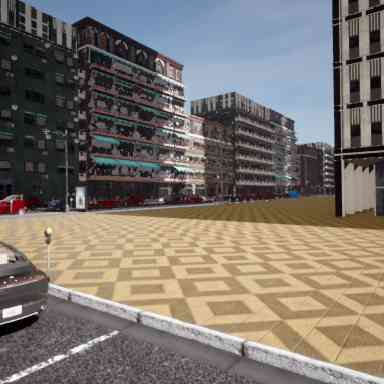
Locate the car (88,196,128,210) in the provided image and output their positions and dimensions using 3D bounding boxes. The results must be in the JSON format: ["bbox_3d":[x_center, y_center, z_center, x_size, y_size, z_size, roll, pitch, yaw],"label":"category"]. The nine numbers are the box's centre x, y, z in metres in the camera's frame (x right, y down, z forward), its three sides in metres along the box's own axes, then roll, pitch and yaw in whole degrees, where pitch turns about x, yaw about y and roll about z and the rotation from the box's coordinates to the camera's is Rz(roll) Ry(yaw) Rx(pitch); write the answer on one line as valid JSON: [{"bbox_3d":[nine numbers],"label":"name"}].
[{"bbox_3d":[-9.623,1.186,36.962,1.967,1.590,4.097,-1,0,36],"label":"car"}]

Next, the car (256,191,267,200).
[{"bbox_3d":[13.177,1.046,68.224,1.802,1.307,4.206,-1,0,36],"label":"car"}]

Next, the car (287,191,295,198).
[{"bbox_3d":[22.948,0.932,81.623,1.802,1.307,4.206,-1,0,36],"label":"car"}]

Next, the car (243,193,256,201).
[{"bbox_3d":[9.920,1.048,63.759,1.887,1.381,4.507,-1,0,36],"label":"car"}]

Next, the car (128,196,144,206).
[{"bbox_3d":[-8.910,1.288,47.751,1.812,1.442,4.674,-1,0,36],"label":"car"}]

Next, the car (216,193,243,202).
[{"bbox_3d":[6.663,1.093,59.293,2.008,1.369,4.403,-1,0,36],"label":"car"}]

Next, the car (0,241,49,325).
[{"bbox_3d":[-4.447,1.553,6.247,4.403,1.369,2.008,0,-1,36],"label":"car"}]

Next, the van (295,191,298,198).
[{"bbox_3d":[26.202,0.654,86.089,1.690,1.788,3.998,-1,0,36],"label":"van"}]

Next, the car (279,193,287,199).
[{"bbox_3d":[19.690,0.938,77.156,2.008,1.369,4.403,-1,0,36],"label":"car"}]

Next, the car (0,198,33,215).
[{"bbox_3d":[-16.135,1.413,28.030,1.802,1.307,4.206,-1,0,36],"label":"car"}]

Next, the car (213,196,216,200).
[{"bbox_3d":[6.406,1.028,73.163,1.967,1.590,4.097,-1,0,36],"label":"car"}]

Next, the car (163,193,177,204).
[{"bbox_3d":[-2.889,1.039,55.948,2.097,1.767,4.553,-1,0,36],"label":"car"}]

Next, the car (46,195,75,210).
[{"bbox_3d":[-14.768,1.189,39.746,2.097,1.767,4.553,-1,0,36],"label":"car"}]

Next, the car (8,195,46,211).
[{"bbox_3d":[-19.651,1.228,37.435,2.192,1.841,5.009,-1,0,36],"label":"car"}]

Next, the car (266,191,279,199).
[{"bbox_3d":[16.431,0.740,72.690,2.192,1.841,5.009,-1,0,36],"label":"car"}]

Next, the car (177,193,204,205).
[{"bbox_3d":[0.148,1.062,50.360,1.967,1.590,4.097,-1,0,36],"label":"car"}]

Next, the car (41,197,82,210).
[{"bbox_3d":[-16.391,1.415,41.902,1.887,1.381,4.507,-1,0,36],"label":"car"}]

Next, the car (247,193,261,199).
[{"bbox_3d":[16.178,1.040,86.562,1.947,1.339,4.313,-1,0,36],"label":"car"}]
